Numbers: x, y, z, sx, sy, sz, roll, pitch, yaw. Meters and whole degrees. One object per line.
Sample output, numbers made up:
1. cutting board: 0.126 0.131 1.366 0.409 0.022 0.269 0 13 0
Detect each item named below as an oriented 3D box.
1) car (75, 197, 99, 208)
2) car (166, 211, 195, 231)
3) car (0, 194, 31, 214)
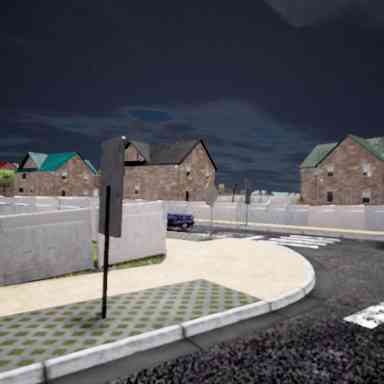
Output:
1. car: -7.481 1.194 26.218 4.553 1.767 2.097 1 -2 33
2. car: -2.151 1.412 18.537 4.718 1.301 1.895 1 -2 36
3. car: -15.656 1.006 28.395 4.553 1.767 2.097 1 -2 36
